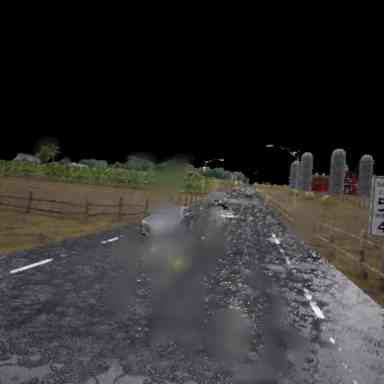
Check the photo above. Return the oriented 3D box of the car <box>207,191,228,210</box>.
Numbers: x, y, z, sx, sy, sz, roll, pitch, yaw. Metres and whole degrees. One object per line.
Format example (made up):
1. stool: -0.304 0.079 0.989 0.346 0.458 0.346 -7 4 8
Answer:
1. car: 3.292 0.961 41.039 2.150 2.045 5.566 4 2 10

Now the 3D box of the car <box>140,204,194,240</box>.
1. car: -1.090 1.376 16.704 2.128 1.511 4.902 4 0 10

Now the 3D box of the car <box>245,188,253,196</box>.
1. car: 15.654 0.009 90.917 2.097 1.767 4.553 4 3 10

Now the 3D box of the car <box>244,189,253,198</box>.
1. car: 13.862 0.463 80.861 2.097 1.767 4.553 4 3 10
